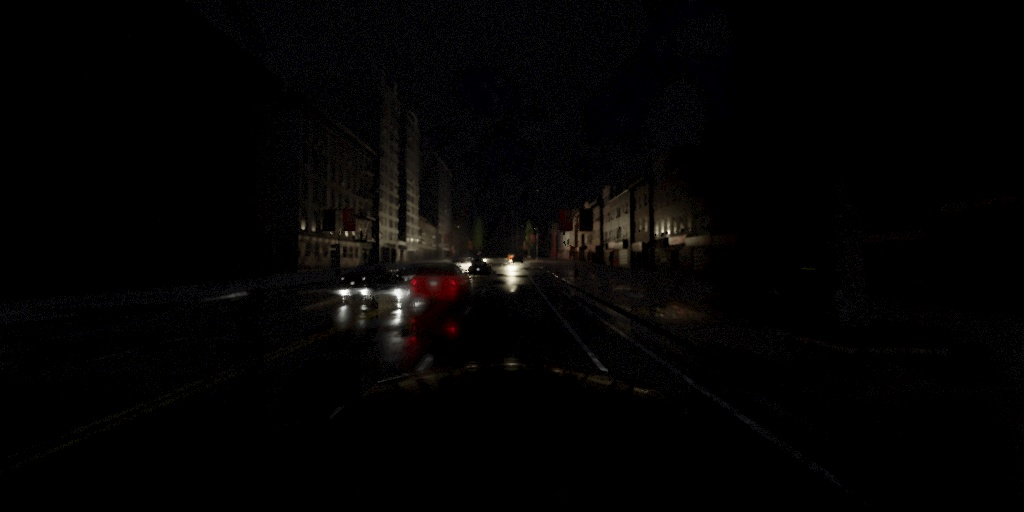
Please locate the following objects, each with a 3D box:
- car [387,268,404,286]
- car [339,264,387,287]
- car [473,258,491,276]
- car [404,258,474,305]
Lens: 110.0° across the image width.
[{"bbox_3d":[-6.602,1.226,24.911,2.128,1.511,4.902,0,0,0],"label":"car"},{"bbox_3d":[-9.853,1.283,24.793,2.033,1.411,5.357,0,0,0],"label":"car"},{"bbox_3d":[-3.156,1.178,35.380,1.994,1.385,4.181,0,1,0],"label":"car"},{"bbox_3d":[-3.153,1.133,16.564,2.097,1.767,4.553,0,0,0],"label":"car"}]
